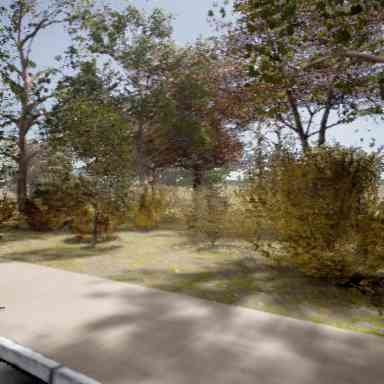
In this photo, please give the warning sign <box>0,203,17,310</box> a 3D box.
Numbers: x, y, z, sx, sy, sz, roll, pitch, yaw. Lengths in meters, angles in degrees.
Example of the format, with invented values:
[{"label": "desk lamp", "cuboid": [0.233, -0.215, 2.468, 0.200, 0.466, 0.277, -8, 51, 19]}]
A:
[{"label": "warning sign", "cuboid": [-4.009, 1.145, 5.834, 1.060, 1.860, 1.300, 0, 0, 34]}]
